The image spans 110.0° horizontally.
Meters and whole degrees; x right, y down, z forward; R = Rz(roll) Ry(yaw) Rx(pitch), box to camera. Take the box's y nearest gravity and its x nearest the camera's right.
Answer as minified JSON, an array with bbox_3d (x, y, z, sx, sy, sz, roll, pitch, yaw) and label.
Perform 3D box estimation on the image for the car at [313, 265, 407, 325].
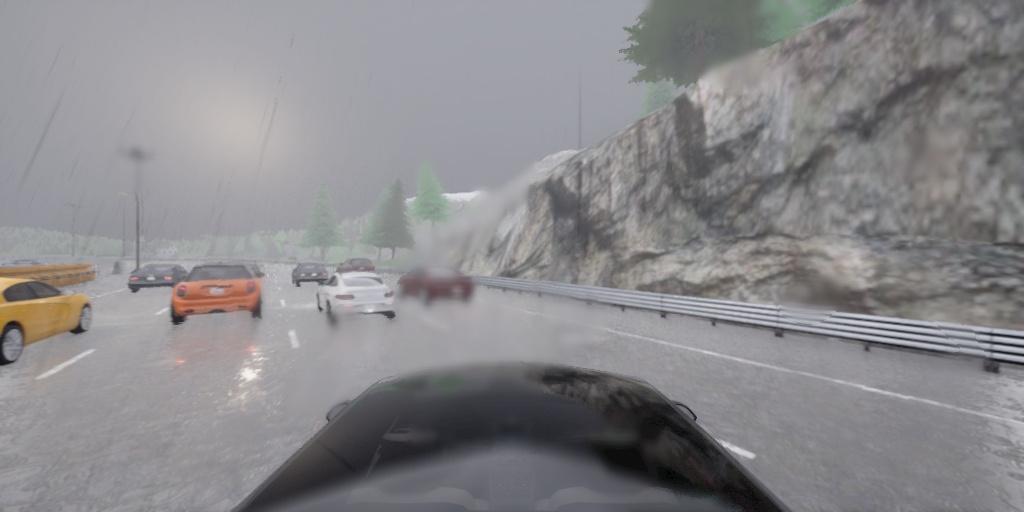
[{"bbox_3d":[-5.096,1.207,11.616,1.812,1.442,4.674,0,0,-34],"label":"car"}]

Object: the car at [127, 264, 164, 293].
[{"bbox_3d":[-19.021,1.130,19.564,2.033,1.411,5.357,0,0,-34],"label":"car"}]

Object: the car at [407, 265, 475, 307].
[{"bbox_3d":[-3.383,1.148,15.357,1.882,1.535,5.008,0,0,-34],"label":"car"}]

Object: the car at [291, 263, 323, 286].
[{"bbox_3d":[-13.247,1.137,23.518,2.033,1.411,5.357,0,0,-34],"label":"car"}]

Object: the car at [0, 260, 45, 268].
[{"bbox_3d":[-40.921,1.002,30.040,1.994,1.385,4.181,0,0,-42],"label":"car"}]

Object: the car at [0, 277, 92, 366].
[{"bbox_3d":[-10.503,1.157,7.103,1.882,1.535,5.008,0,0,-34],"label":"car"}]

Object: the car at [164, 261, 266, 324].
[{"bbox_3d":[-9.538,1.011,11.967,2.097,1.767,4.553,0,0,-34],"label":"car"}]

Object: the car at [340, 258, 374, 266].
[{"bbox_3d":[-12.304,0.921,28.252,2.097,1.767,4.553,0,0,-36],"label":"car"}]

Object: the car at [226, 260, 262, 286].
[{"bbox_3d":[-18.309,1.069,24.627,1.837,1.490,4.892,0,1,-36],"label":"car"}]
